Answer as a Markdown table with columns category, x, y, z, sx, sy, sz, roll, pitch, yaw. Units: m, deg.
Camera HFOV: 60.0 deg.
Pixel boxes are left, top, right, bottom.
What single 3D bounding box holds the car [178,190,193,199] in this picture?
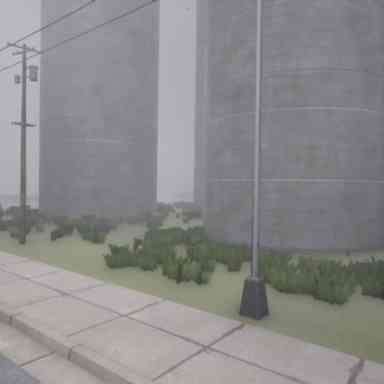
| category | x | y | z | sx | sy | sz | roll | pitch | yaw |
| --- | --- | --- | --- | --- | --- | --- | --- | --- | --- |
| car | -0.241 | 0.460 | 67.210 | 3.866 | 1.878 | 1.905 | 1 | 1 | 38 |

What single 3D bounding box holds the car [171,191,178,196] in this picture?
| category | x | y | z | sx | sy | sz | roll | pitch | yaw |
| --- | --- | --- | --- | --- | --- | --- | --- | --- | --- |
| car | -3.393 | 0.389 | 85.143 | 3.905 | 1.438 | 1.784 | 1 | 1 | 38 |
